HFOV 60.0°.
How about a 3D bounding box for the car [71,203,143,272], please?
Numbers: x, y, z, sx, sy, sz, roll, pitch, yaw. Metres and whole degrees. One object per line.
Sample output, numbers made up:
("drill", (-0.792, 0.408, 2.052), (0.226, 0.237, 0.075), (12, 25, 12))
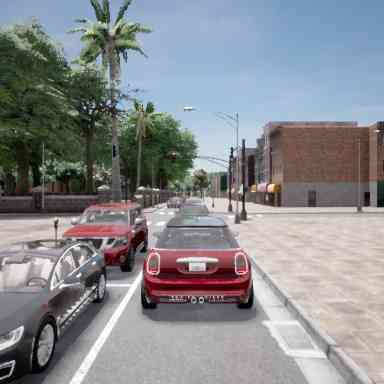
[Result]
("car", (-2.639, 1.318, 10.953), (2.192, 1.841, 5.009), (0, 0, 0))

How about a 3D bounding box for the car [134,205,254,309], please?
("car", (0.098, 1.354, 8.028), (2.097, 1.767, 4.553), (0, 0, 0))

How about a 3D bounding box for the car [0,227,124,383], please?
("car", (-2.638, 1.551, 5.489), (2.008, 1.369, 4.403), (0, 0, 0))

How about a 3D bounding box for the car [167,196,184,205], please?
("car", (-2.640, 1.543, 49.102), (1.967, 1.590, 4.097), (0, 0, 0))

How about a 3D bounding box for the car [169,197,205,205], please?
("car", (0.075, 1.363, 17.802), (2.097, 1.767, 4.553), (0, 0, -1))
